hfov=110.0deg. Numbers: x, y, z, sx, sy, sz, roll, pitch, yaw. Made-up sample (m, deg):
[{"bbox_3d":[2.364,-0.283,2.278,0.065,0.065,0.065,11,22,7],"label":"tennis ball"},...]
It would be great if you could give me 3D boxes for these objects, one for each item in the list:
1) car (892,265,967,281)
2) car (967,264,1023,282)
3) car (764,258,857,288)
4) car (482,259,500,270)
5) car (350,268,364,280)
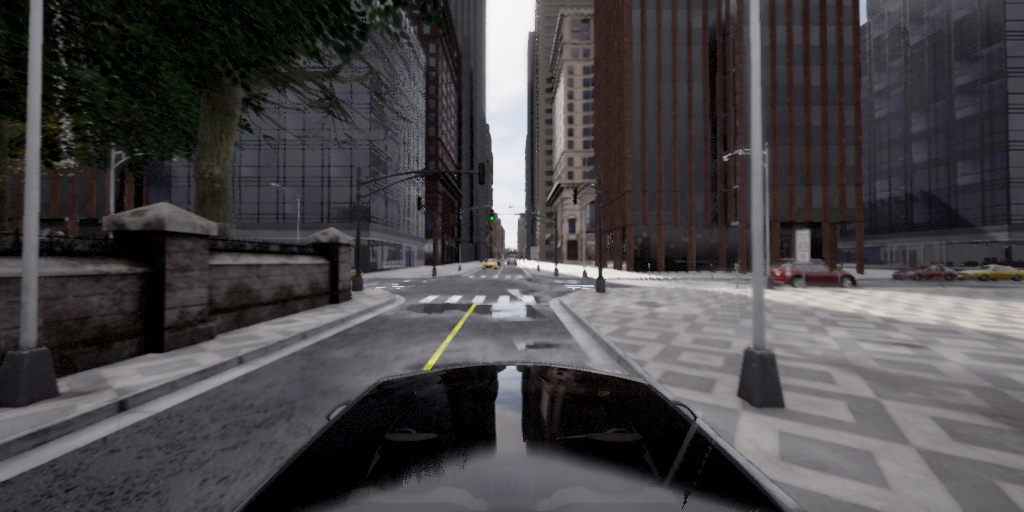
[{"bbox_3d":[33.697,1.392,29.286,4.207,1.307,1.802,0,0,0],"label":"car"},{"bbox_3d":[38.965,1.341,29.277,4.829,1.417,1.751,0,0,0],"label":"car"},{"bbox_3d":[17.370,1.082,20.789,4.097,1.591,1.967,0,0,0],"label":"car"},{"bbox_3d":[-3.072,1.130,49.674,1.882,1.535,5.008,0,0,0],"label":"car"},{"bbox_3d":[-14.756,1.292,29.366,4.829,1.417,1.751,0,0,0],"label":"car"}]
